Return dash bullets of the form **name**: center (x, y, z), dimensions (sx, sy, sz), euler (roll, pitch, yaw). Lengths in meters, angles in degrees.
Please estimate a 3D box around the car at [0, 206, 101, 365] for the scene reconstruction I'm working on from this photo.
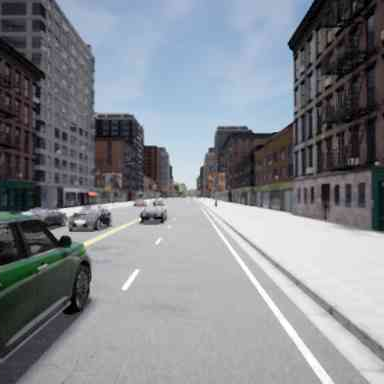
- **car**: center (-3.157, 1.264, 4.618), dimensions (2.150, 2.045, 5.566), euler (0, 0, 0)

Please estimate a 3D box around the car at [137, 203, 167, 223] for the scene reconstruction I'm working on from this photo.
- **car**: center (-3.139, 1.838, 28.220), dimensions (1.895, 1.301, 4.718), euler (0, 0, 0)

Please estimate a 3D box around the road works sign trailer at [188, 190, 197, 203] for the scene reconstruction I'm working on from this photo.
- **road works sign trailer**: center (0.043, 1.275, 91.075), dimensions (2.380, 3.560, 2.880), euler (0, -1, 0)

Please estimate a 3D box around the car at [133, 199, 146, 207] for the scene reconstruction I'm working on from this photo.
- **car**: center (-9.740, 2.064, 62.438), dimensions (1.812, 1.442, 4.674), euler (0, 0, 0)

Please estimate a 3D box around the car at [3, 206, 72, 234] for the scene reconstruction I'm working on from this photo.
- **car**: center (-9.841, 1.731, 21.806), dimensions (2.033, 1.411, 5.357), euler (0, -1, 0)

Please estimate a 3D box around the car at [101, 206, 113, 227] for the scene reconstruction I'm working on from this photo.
- **car**: center (-6.589, 1.676, 21.964), dimensions (2.128, 1.511, 4.902), euler (0, 0, 0)

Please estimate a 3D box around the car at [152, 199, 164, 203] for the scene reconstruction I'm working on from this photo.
- **car**: center (-6.491, 2.046, 63.747), dimensions (2.128, 1.511, 4.902), euler (0, 0, 1)
